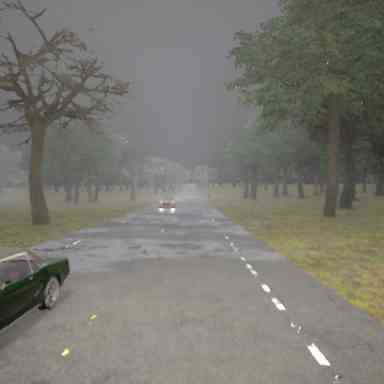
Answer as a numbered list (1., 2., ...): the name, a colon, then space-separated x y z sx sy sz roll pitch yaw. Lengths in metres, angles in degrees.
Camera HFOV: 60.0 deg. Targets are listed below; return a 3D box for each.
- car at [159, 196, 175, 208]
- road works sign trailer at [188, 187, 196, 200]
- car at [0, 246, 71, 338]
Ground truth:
1. car: -3.577 1.442 49.095 2.097 1.767 4.553 0 0 0
2. road works sign trailer: -0.019 0.320 93.042 2.380 3.560 2.880 0 1 0
3. car: -3.600 1.619 5.086 1.895 1.301 4.718 0 0 0
